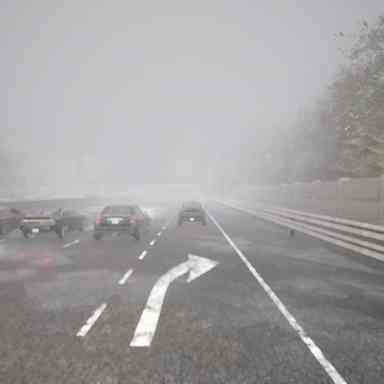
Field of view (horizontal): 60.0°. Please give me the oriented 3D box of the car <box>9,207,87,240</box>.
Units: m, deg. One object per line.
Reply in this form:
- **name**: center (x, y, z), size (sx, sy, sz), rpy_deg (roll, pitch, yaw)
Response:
- **car**: center (-6.900, 1.495, 17.085), size (2.128, 1.511, 4.902), rpy_deg (0, 0, 0)

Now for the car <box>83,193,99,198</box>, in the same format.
- **car**: center (-21.001, 1.277, 69.101), size (2.150, 2.045, 5.566), rpy_deg (0, 0, 0)

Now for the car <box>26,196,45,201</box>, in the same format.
- **car**: center (-31.501, 1.503, 67.106), size (1.882, 1.535, 5.008), rpy_deg (0, 0, 0)

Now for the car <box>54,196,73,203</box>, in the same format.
- **car**: center (-28.001, 1.656, 72.586), size (2.033, 1.411, 5.357), rpy_deg (0, 0, 0)

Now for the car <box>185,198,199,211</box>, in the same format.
- **car**: center (-0.002, 1.567, 42.638), size (1.812, 1.442, 4.674), rpy_deg (0, 0, 0)

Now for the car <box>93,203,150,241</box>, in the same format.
- **car**: center (-3.402, 1.356, 16.878), size (2.097, 1.767, 4.553), rpy_deg (0, 0, 0)

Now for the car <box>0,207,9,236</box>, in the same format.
- **car**: center (-10.403, 1.530, 18.325), size (1.812, 1.442, 4.674), rpy_deg (0, 0, 0)

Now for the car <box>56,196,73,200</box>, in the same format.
- **car**: center (-24.501, 1.674, 64.979), size (1.895, 1.301, 4.718), rpy_deg (0, 0, 0)

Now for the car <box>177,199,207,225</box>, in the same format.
- **car**: center (-0.003, 1.515, 23.984), size (1.837, 1.490, 4.892), rpy_deg (0, 0, 0)
